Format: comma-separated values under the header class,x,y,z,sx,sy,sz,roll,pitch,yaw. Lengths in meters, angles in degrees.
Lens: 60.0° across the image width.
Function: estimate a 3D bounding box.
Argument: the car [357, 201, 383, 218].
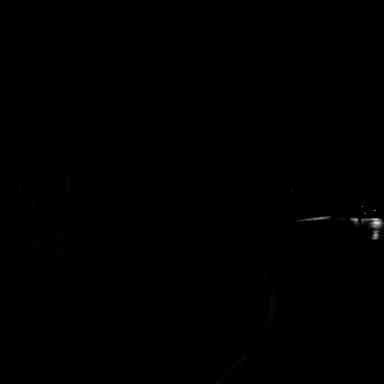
class,x,y,z,sx,sy,sz,roll,pitch,yaw
car,17.336,1.631,31.451,4.674,1.442,1.812,-1,-1,-40
